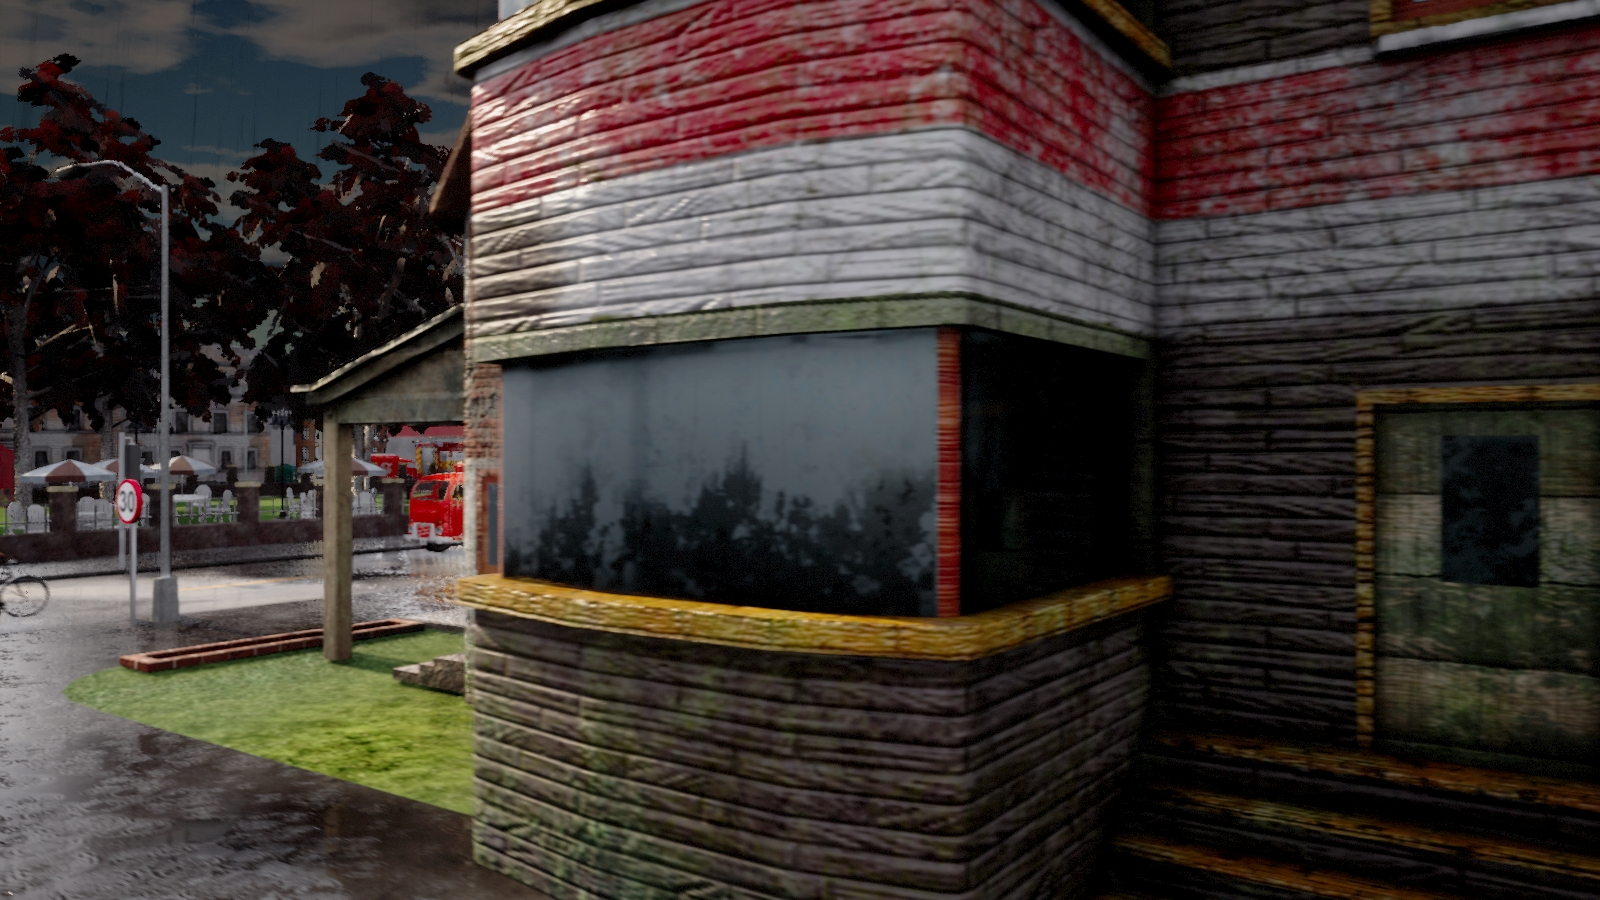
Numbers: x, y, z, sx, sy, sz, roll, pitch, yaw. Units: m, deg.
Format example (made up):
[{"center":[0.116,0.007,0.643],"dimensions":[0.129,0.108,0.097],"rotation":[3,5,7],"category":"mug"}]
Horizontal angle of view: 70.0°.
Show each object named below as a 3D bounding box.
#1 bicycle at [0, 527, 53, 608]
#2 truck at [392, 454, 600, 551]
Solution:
[{"center":[-13.295,1.950,18.647],"dimensions":[0.329,1.271,1.835],"rotation":[0,0,37],"category":"bicycle"},{"center":[-8.431,1.359,32.174],"dimensions":[2.627,2.467,5.204],"rotation":[0,0,35],"category":"truck"}]
